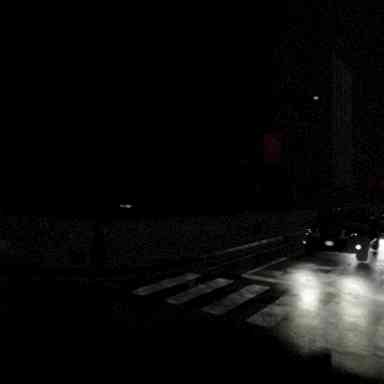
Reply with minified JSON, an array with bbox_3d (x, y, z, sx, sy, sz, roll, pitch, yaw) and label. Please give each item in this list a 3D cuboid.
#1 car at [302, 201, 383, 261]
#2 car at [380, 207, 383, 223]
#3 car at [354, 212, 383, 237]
[{"bbox_3d":[6.460,1.514,14.050,2.150,2.045,5.566,0,-1,35],"label":"car"},{"bbox_3d":[20.308,2.250,33.452,1.837,1.490,4.892,0,-1,36],"label":"car"},{"bbox_3d":[12.331,2.083,22.286,1.895,1.301,4.718,0,-1,35],"label":"car"}]
